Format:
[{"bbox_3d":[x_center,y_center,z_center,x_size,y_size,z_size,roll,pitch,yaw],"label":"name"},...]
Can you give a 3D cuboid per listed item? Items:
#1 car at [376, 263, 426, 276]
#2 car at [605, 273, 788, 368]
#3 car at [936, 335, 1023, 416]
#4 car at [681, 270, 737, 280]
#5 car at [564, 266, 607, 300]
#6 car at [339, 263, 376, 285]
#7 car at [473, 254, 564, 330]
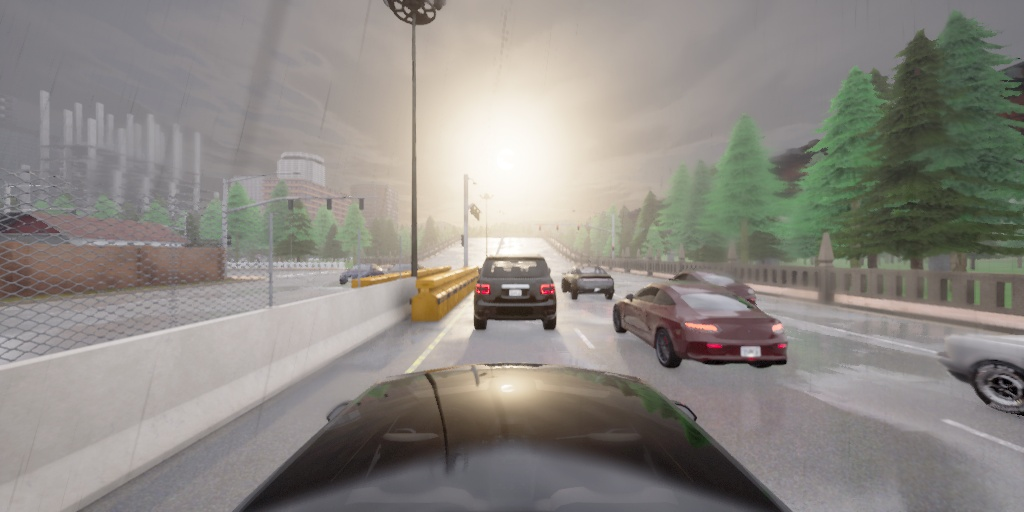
[{"bbox_3d":[-7.060,1.194,23.956,1.882,1.535,5.008,0,0,0],"label":"car"},{"bbox_3d":[3.591,1.267,7.695,1.812,1.442,4.674,0,0,0],"label":"car"},{"bbox_3d":[7.100,1.349,3.007,1.895,1.301,4.718,0,0,0],"label":"car"},{"bbox_3d":[7.068,1.257,13.525,1.812,1.442,4.674,0,0,0],"label":"car"},{"bbox_3d":[3.572,1.217,17.516,2.128,1.511,4.902,0,0,0],"label":"car"},{"bbox_3d":[-10.544,1.260,25.638,1.812,1.442,4.674,0,0,0],"label":"car"},{"bbox_3d":[0.080,0.957,11.135,2.150,2.045,5.566,0,0,0],"label":"car"}]
